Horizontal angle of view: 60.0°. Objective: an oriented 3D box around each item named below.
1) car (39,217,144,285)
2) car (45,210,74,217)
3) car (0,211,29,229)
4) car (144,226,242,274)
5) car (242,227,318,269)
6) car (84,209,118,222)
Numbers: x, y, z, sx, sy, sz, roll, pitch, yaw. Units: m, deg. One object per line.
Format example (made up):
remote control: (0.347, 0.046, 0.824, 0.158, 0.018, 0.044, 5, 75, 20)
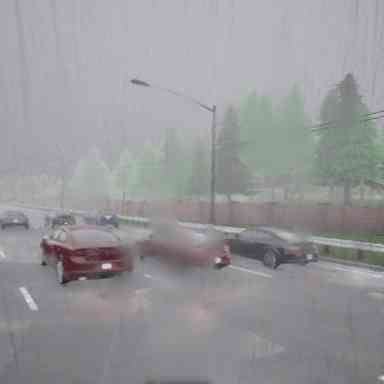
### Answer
car: (-3.581, 1.807, 10.726, 1.882, 1.535, 5.008, 3, -2, -33)
car: (-11.510, 2.314, 28.875, 1.837, 1.490, 4.892, 3, -3, -34)
car: (-14.702, 2.227, 27.352, 1.994, 1.385, 4.181, 3, -3, -34)
car: (-0.493, 2.003, 12.391, 1.812, 1.442, 4.674, 3, -2, -34)
car: (2.871, 2.143, 13.646, 1.812, 1.442, 4.674, 3, -2, -34)
car: (-8.441, 2.310, 30.584, 2.097, 1.767, 4.553, 3, -3, -34)
